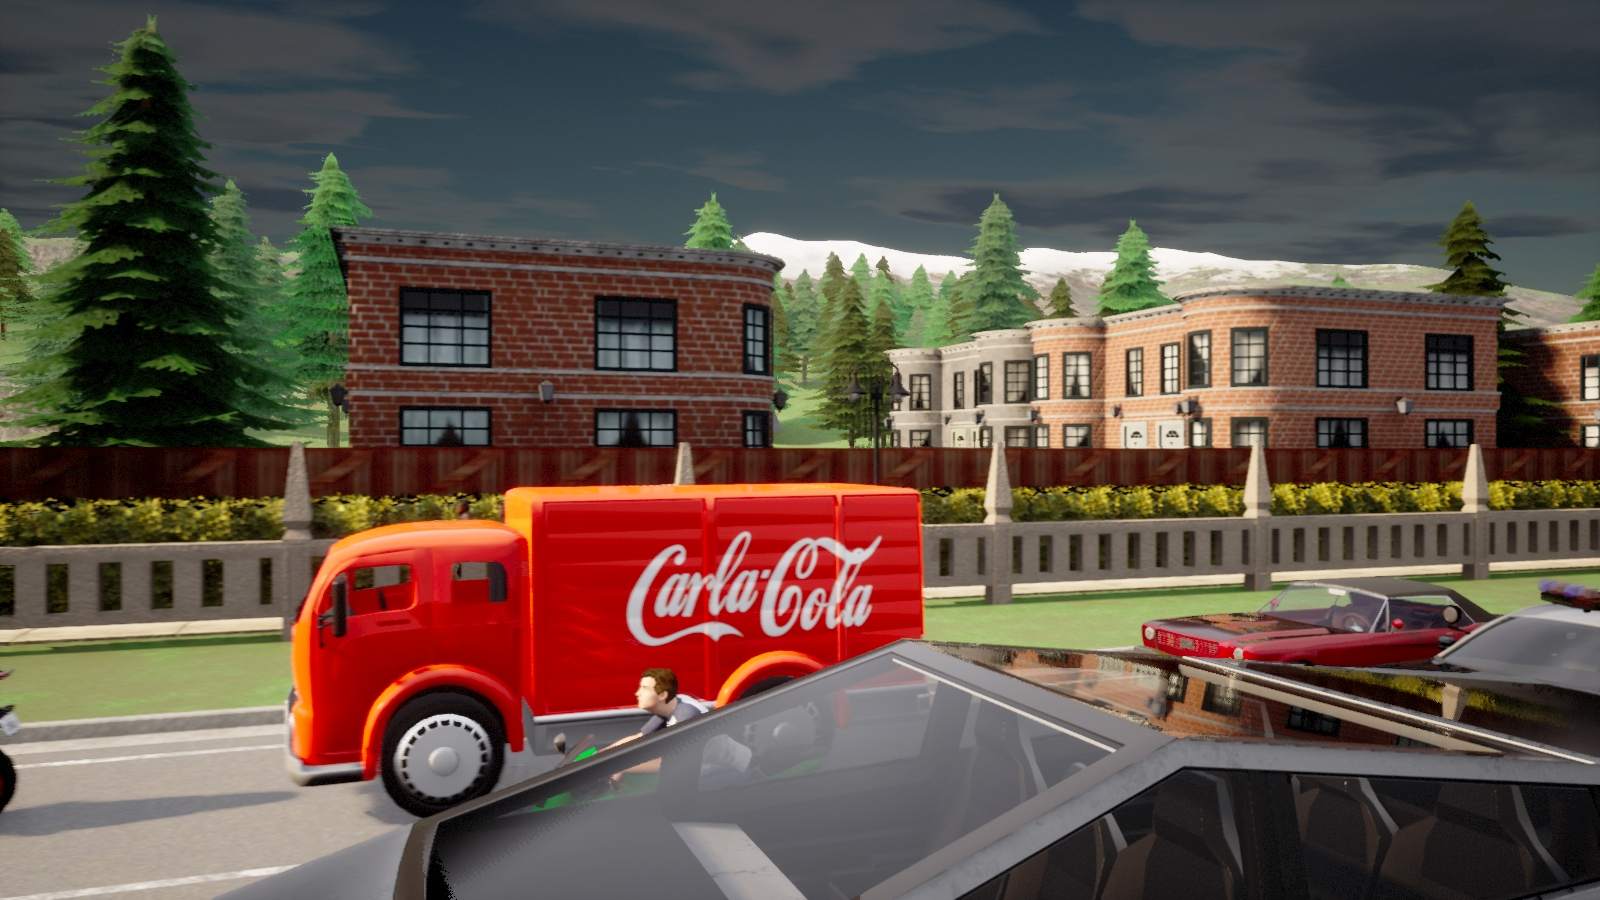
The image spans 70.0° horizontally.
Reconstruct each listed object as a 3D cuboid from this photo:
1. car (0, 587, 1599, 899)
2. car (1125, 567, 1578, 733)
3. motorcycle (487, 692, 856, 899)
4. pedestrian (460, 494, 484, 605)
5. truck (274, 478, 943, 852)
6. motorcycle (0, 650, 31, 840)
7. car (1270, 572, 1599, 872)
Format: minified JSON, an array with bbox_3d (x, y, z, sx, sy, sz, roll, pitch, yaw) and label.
[{"bbox_3d":[1.083,1.754,3.691,6.274,2.098,2.390,0,0,-20],"label":"car"},{"bbox_3d":[6.275,2.156,13.026,4.718,1.301,1.895,0,0,-20],"label":"car"},{"bbox_3d":[-0.764,2.186,6.744,2.033,1.199,0.803,0,0,-20],"label":"motorcycle"},{"bbox_3d":[-5.625,1.699,19.590,0.375,1.860,0.375,0,0,-20],"label":"pedestrian"},{"bbox_3d":[-1.679,1.559,10.138,5.204,2.467,2.627,-1,0,-20],"label":"truck"},{"bbox_3d":[-6.966,2.205,8.238,2.209,1.251,0.867,0,0,-20],"label":"motorcycle"},{"bbox_3d":[6.756,1.983,9.476,5.238,1.638,2.097,0,0,-20],"label":"car"}]
